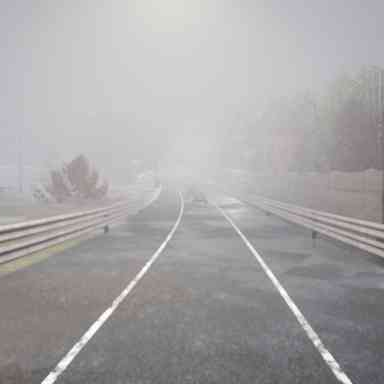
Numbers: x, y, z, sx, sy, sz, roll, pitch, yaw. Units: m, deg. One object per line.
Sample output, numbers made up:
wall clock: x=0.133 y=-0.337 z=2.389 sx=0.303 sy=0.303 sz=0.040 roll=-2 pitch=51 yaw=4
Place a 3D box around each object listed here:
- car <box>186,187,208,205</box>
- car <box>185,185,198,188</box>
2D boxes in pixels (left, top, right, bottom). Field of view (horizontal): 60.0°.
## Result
car: x=0.704 y=0.567 z=37.090 sx=2.033 sy=1.411 sz=5.357 roll=0 pitch=3 yaw=-3
car: x=0.109 y=-0.334 z=48.852 sx=2.128 sy=1.511 sz=4.902 roll=0 pitch=5 yaw=-4
